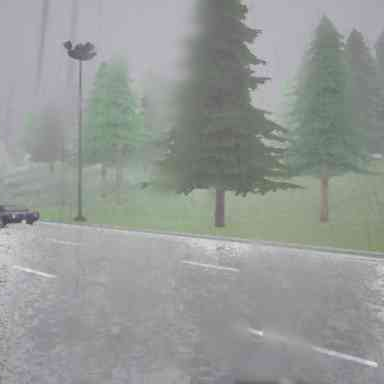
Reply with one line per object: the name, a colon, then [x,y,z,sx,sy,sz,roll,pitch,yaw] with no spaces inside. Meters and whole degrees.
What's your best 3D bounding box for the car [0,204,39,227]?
car: [-11.747,1.434,20.976,4.718,1.301,1.895,1,0,36]
